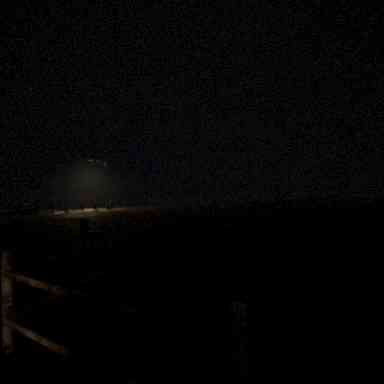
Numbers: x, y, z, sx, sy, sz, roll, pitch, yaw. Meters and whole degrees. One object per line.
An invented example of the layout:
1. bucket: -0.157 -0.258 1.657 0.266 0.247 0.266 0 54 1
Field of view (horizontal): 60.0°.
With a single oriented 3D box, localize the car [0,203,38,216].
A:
1. car: -18.526 1.910 35.734 2.033 1.411 5.357 0 -1 -1
